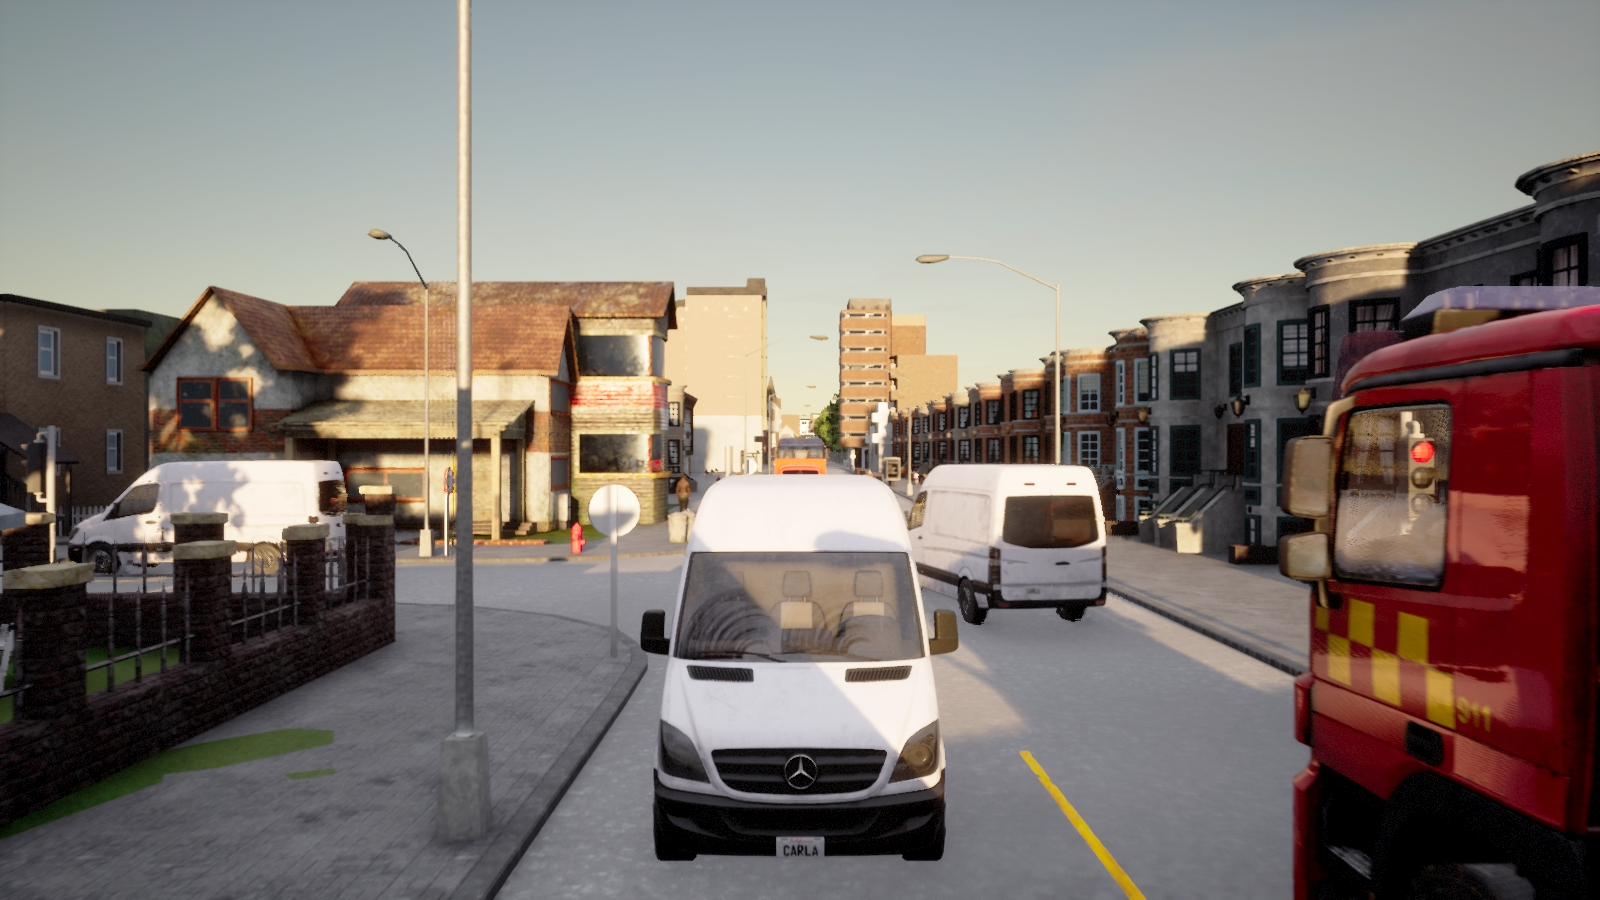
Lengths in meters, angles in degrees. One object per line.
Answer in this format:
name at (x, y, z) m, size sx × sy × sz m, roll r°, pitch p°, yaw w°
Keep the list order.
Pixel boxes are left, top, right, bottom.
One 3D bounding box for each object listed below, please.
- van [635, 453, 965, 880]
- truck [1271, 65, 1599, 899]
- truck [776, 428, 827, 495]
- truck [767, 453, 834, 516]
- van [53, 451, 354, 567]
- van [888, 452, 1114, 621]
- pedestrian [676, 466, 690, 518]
van at (0.002, 1.314, 9.840) m, size 1.988 × 2.561 × 5.915 m, roll 0°, pitch 0°, yaw 0°
truck at (4.048, 0.671, 2.004) m, size 2.891 × 3.827 × 8.468 m, roll 0°, pitch 0°, yaw 0°
truck at (0.037, 0.668, 69.301) m, size 2.891 × 3.827 × 8.468 m, roll 0°, pitch 0°, yaw 0°
truck at (0.014, 1.352, 47.237) m, size 2.627 × 2.467 × 5.204 m, roll 0°, pitch 0°, yaw 0°
van at (-13.678, 1.314, 26.450) m, size 5.915 × 2.561 × 1.988 m, roll 0°, pitch 0°, yaw 0°
van at (3.319, 1.314, 20.400) m, size 1.988 × 2.561 × 5.915 m, roll 0°, pitch 0°, yaw -11°
pedestrian at (-4.259, 1.526, 41.650) m, size 0.375 × 1.860 × 0.375 m, roll 0°, pitch 0°, yaw 15°
